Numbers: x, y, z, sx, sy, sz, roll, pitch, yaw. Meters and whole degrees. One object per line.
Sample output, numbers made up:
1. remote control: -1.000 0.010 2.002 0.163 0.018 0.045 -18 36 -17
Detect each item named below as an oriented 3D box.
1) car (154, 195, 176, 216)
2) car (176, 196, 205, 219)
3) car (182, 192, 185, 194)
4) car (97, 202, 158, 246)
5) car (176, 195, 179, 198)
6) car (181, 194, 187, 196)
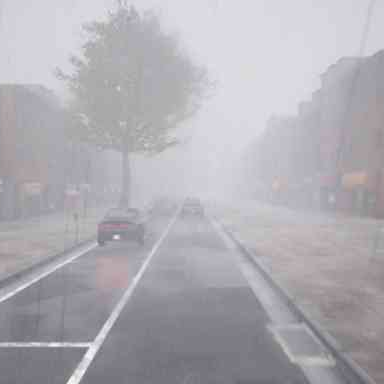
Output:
1. car: -2.695 1.277 29.415 1.967 1.590 4.097 -1 0 0
2. car: 0.034 1.333 27.624 2.128 1.511 4.902 0 0 0
3. car: -2.752 1.273 62.614 1.967 1.590 4.097 -1 0 0
4. car: -2.774 1.401 14.655 1.837 1.490 4.892 0 0 0
5. car: -2.705 1.268 34.947 1.967 1.590 4.097 -1 0 0
6. car: 0.010 1.320 43.632 2.128 1.511 4.902 0 0 0
